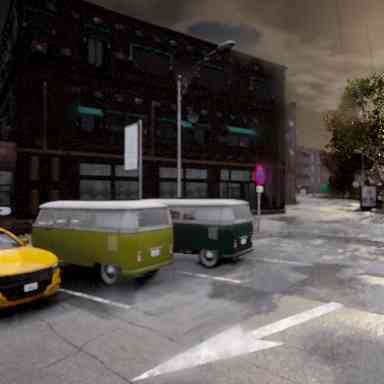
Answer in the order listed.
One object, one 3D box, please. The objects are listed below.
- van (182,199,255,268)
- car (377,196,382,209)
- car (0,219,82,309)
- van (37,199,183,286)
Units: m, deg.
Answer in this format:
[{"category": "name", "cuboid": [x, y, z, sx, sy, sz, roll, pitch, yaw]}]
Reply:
[{"category": "van", "cuboid": [-0.272, 1.228, 11.026, 4.442, 1.987, 1.878, -1, 0, 34]}, {"category": "car", "cuboid": [21.437, 1.156, 37.759, 2.033, 1.411, 5.357, 0, 2, 4]}, {"category": "car", "cuboid": [-4.997, 1.484, 7.412, 5.008, 1.535, 2.097, -1, -1, 34]}, {"category": "van", "cuboid": [-2.687, 1.244, 9.245, 4.442, 1.987, 1.878, -1, 0, 34]}]
